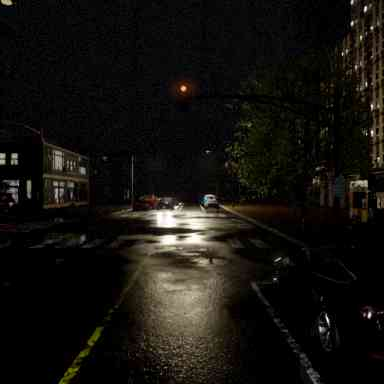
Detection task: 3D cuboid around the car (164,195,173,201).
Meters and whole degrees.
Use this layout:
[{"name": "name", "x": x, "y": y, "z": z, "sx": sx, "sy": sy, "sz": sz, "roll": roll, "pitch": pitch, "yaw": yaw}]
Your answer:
[{"name": "car", "x": -5.793, "y": 1.559, "z": 82.670, "sx": 2.008, "sy": 1.369, "sz": 4.403, "roll": 0, "pitch": 0, "yaw": 0}]

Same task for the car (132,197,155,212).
[{"name": "car", "x": -5.735, "y": 1.585, "z": 38.262, "sx": 1.802, "sy": 1.307, "sz": 4.206, "roll": 0, "pitch": 0, "yaw": 0}]

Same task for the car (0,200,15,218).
[{"name": "car", "x": -17.303, "y": 1.371, "z": 27.250, "sx": 4.507, "sy": 1.381, "sz": 1.887, "roll": 1, "pitch": -1, "yaw": -1}]

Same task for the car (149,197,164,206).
[{"name": "car", "x": -5.757, "y": 1.555, "z": 54.915, "sx": 2.008, "sy": 1.369, "sz": 4.403, "roll": 0, "pitch": 0, "yaw": 0}]

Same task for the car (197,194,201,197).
[{"name": "car", "x": 2.602, "y": 1.572, "z": 71.581, "sx": 1.947, "sy": 1.339, "sz": 4.313, "roll": 0, "pitch": 0, "yaw": 0}]

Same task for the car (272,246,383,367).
[{"name": "car", "x": 2.687, "y": 1.566, "z": 5.797, "sx": 1.947, "sy": 1.339, "sz": 4.313, "roll": 0, "pitch": 0, "yaw": 0}]

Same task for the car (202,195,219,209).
[{"name": "car", "x": 2.637, "y": 1.528, "z": 43.996, "sx": 1.752, "sy": 1.417, "sz": 4.829, "roll": 0, "pitch": 0, "yaw": 0}]

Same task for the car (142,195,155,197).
[{"name": "car", "x": -5.741, "y": 1.318, "z": 43.813, "sx": 2.192, "sy": 1.841, "sz": 5.009, "roll": 0, "pitch": 0, "yaw": 0}]

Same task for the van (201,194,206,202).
[{"name": "van", "x": 2.632, "y": 1.345, "z": 49.378, "sx": 1.690, "sy": 1.788, "sz": 3.998, "roll": 0, "pitch": 0, "yaw": 0}]

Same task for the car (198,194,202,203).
[{"name": "car", "x": 2.616, "y": 1.556, "z": 60.479, "sx": 2.008, "sy": 1.369, "sz": 4.403, "roll": 0, "pitch": 0, "yaw": 0}]

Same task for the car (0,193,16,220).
[{"name": "car", "x": -15.932, "y": 1.048, "z": 24.427, "sx": 5.566, "sy": 2.045, "sz": 2.150, "roll": 1, "pitch": 0, "yaw": 1}]

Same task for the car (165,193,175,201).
[{"name": "car", "x": -5.799, "y": 1.324, "z": 88.221, "sx": 2.192, "sy": 1.841, "sz": 5.009, "roll": 0, "pitch": 0, "yaw": 0}]

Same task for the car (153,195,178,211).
[{"name": "car", "x": -3.144, "y": 1.494, "z": 40.040, "sx": 2.128, "sy": 1.511, "sz": 4.902, "roll": 0, "pitch": 0, "yaw": 0}]

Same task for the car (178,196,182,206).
[{"name": "car", "x": -3.160, "y": 1.568, "z": 54.360, "sx": 1.994, "sy": 1.385, "sz": 4.181, "roll": 0, "pitch": 0, "yaw": 0}]

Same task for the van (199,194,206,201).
[{"name": "van", "x": 2.590, "y": 1.349, "z": 82.683, "sx": 1.690, "sy": 1.788, "sz": 3.998, "roll": 0, "pitch": 0, "yaw": 0}]

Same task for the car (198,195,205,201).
[{"name": "car", "x": 2.581, "y": 1.534, "z": 88.404, "sx": 1.752, "sy": 1.417, "sz": 4.829, "roll": 0, "pitch": 0, "yaw": 0}]
